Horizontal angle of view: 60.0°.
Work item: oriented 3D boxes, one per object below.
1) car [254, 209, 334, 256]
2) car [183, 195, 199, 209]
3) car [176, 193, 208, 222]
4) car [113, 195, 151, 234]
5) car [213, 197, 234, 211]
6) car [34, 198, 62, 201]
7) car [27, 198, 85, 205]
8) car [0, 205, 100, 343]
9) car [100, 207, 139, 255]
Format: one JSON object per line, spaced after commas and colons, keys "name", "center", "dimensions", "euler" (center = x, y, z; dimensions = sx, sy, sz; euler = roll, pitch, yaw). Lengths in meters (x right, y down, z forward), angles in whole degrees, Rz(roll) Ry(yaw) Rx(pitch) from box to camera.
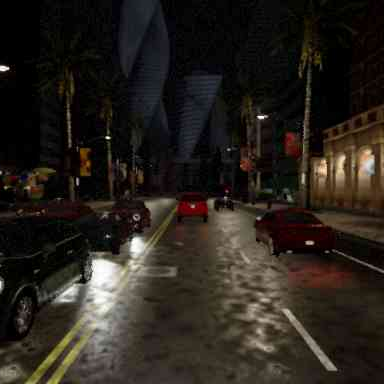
{"name": "car", "center": [3.631, 1.398, 12.706], "dimensions": [1.882, 1.535, 5.008], "euler": [0, 0, 0]}
{"name": "car", "center": [-0.138, 1.243, 42.243], "dimensions": [1.837, 1.490, 4.892], "euler": [0, 1, 0]}
{"name": "car", "center": [0.016, 1.066, 25.119], "dimensions": [2.150, 2.045, 5.566], "euler": [0, 0, -1]}
{"name": "car", "center": [-3.537, 1.237, 18.468], "dimensions": [2.097, 1.767, 4.553], "euler": [0, 0, 0]}
{"name": "car", "center": [3.433, 1.263, 36.718], "dimensions": [2.128, 1.511, 4.902], "euler": [0, 0, -1]}
{"name": "car", "center": [-10.114, 1.211, 22.987], "dimensions": [2.185, 1.767, 4.553], "euler": [0, 0, -1]}
{"name": "car", "center": [-7.034, 1.360, 18.849], "dimensions": [1.882, 1.535, 5.008], "euler": [0, 0, 0]}
{"name": "car", "center": [-3.541, 1.311, 6.407], "dimensions": [2.097, 1.767, 4.553], "euler": [0, 0, 1]}
{"name": "car", "center": [-3.478, 1.484, 12.822], "dimensions": [1.994, 1.385, 4.181], "euler": [0, 0, 0]}
